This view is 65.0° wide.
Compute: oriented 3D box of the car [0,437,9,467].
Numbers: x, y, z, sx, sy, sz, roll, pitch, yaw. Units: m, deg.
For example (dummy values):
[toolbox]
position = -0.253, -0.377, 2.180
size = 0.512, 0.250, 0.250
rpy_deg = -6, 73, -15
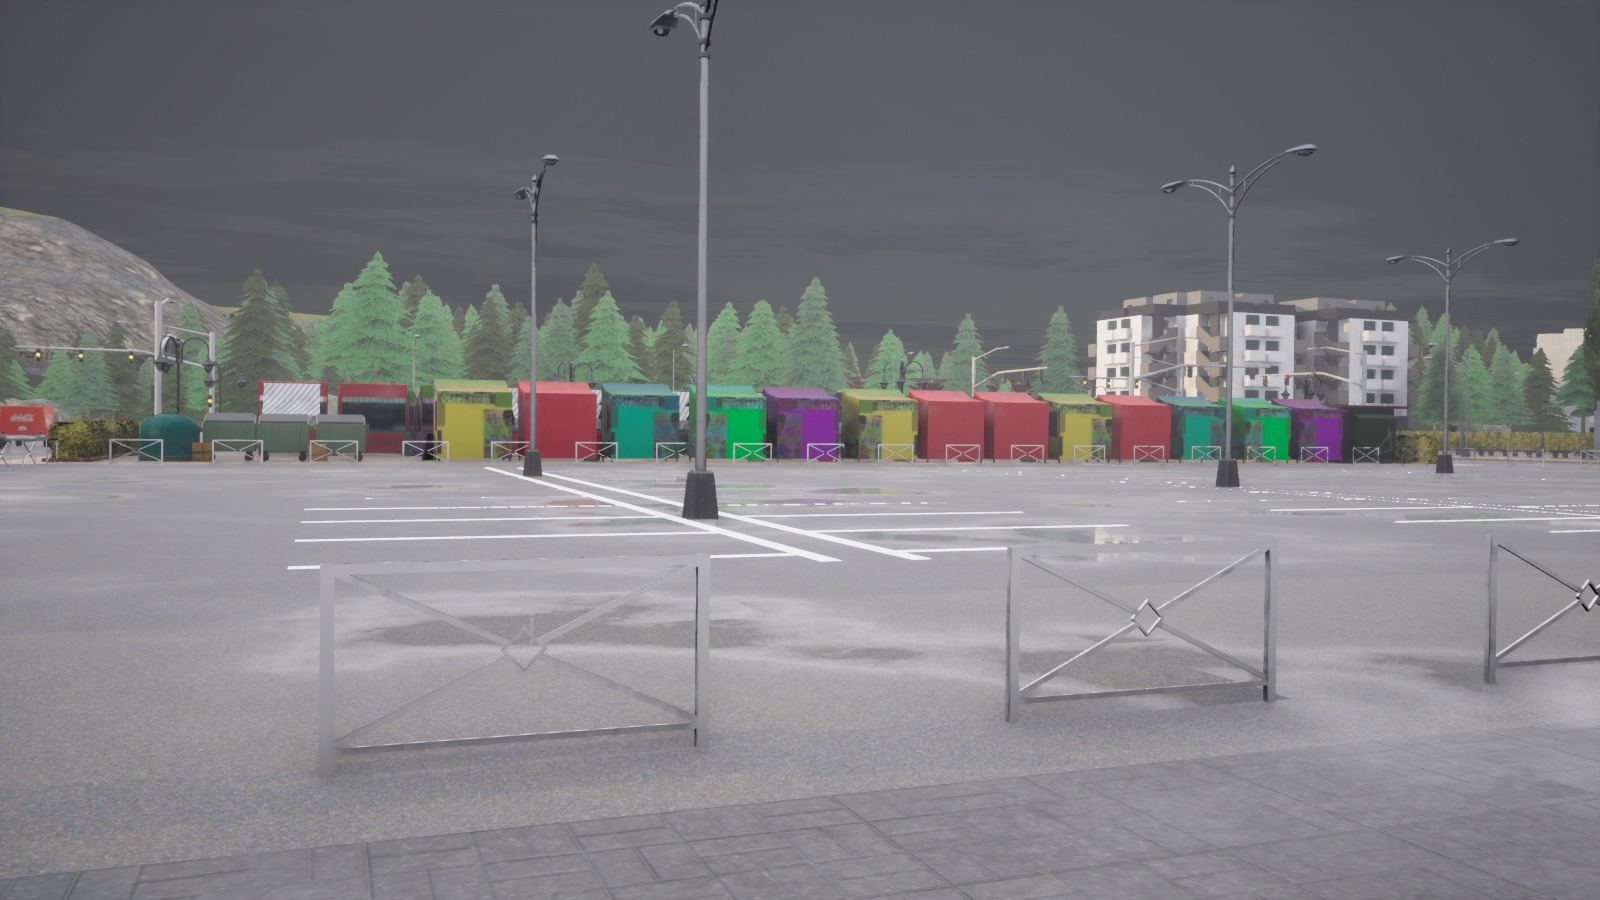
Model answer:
[car]
position = -41.604, 0.118, 63.350
size = 1.801, 1.575, 5.366
rpy_deg = -1, 0, -21

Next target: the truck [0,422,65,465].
[truck]
position = -46.422, -0.435, 75.894
size = 2.627, 2.467, 5.204
rpy_deg = -1, 1, -21
